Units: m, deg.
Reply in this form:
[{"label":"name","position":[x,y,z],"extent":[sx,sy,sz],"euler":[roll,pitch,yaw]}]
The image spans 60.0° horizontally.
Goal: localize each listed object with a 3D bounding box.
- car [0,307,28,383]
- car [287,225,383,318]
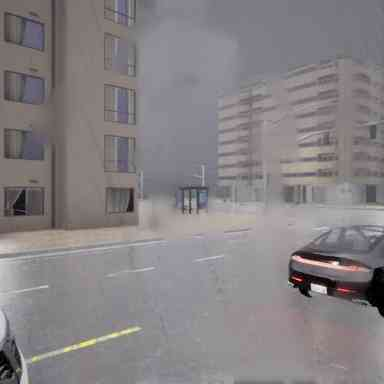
[{"label":"car","position":[-3.755,1.221,1.367],"extent":[5.566,2.045,2.150],"euler":[0,0,-32]},{"label":"car","position":[4.120,1.492,7.380],"extent":[4.902,1.511,2.128],"euler":[0,0,-39]}]
